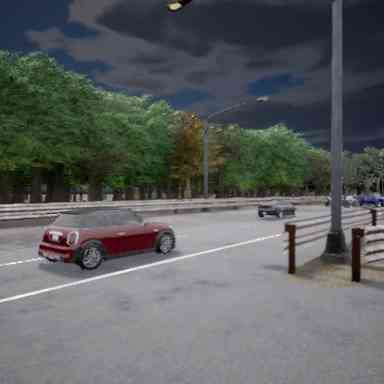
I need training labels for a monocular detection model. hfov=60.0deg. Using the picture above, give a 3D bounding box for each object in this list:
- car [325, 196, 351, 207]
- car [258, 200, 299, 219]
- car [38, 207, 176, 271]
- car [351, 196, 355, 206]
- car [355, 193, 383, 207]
[{"bbox_3d":[20.779,1.405,47.888,1.812,1.442,4.674,0,0,44],"label":"car"},{"bbox_3d":[7.395,1.436,28.291,1.837,1.490,4.892,0,0,41],"label":"car"},{"bbox_3d":[-2.585,1.328,11.227,2.097,1.767,4.553,0,0,39],"label":"car"},{"bbox_3d":[25.114,1.399,52.323,4.674,1.442,1.812,0,0,-44],"label":"car"},{"bbox_3d":[26.166,1.111,48.275,2.150,2.045,5.566,0,0,45],"label":"car"}]
